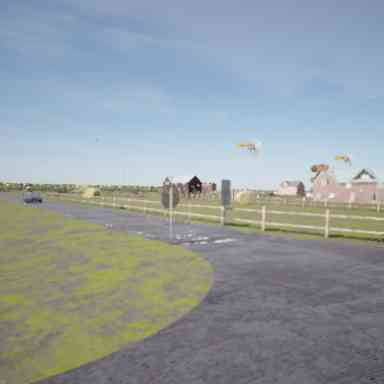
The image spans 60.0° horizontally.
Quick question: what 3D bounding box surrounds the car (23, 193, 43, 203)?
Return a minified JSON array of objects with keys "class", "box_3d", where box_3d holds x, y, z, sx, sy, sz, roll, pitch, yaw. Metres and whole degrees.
[{"class":"car","box_3d":[-22.589,0.837,47.137,1.994,1.385,4.181,2,0,-36]}]
